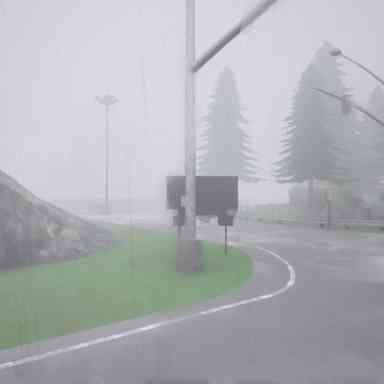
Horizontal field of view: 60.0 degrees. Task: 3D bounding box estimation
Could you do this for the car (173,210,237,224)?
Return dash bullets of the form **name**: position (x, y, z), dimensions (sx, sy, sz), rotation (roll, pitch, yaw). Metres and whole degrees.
- **car**: position (0.774, 1.029, 23.466), dimensions (2.150, 2.045, 5.566), rotation (0, 0, -34)
